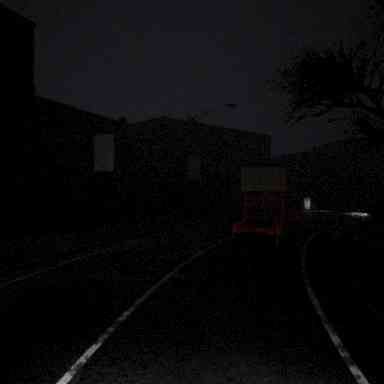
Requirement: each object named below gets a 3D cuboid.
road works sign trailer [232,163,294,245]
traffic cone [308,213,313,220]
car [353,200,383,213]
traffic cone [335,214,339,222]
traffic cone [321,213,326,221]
[{"bbox_3d":[3.463,0.451,15.884,2.380,3.560,2.880,1,0,30],"label":"road works sign trailer"},{"bbox_3d":[9.700,1.977,27.274,0.340,0.580,0.340,1,1,31],"label":"traffic cone"},{"bbox_3d":[21.141,1.686,38.633,5.357,1.411,2.033,1,1,-27],"label":"car"},{"bbox_3d":[11.408,2.020,26.234,0.340,0.580,0.340,1,1,31],"label":"traffic cone"},{"bbox_3d":[10.554,1.998,26.754,0.340,0.580,0.340,1,1,31],"label":"traffic cone"}]
